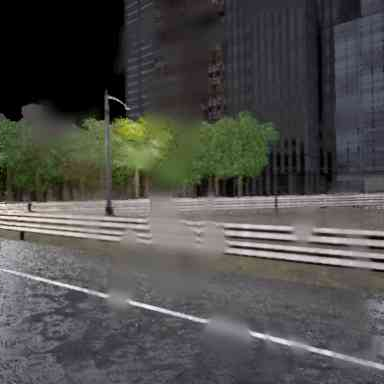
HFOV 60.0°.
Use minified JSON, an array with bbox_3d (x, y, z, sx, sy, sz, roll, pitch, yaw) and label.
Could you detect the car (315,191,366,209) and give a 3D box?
[{"bbox_3d":[14.814,0.803,33.416,4.553,1.767,2.097,-1,-1,-6],"label":"car"}]
